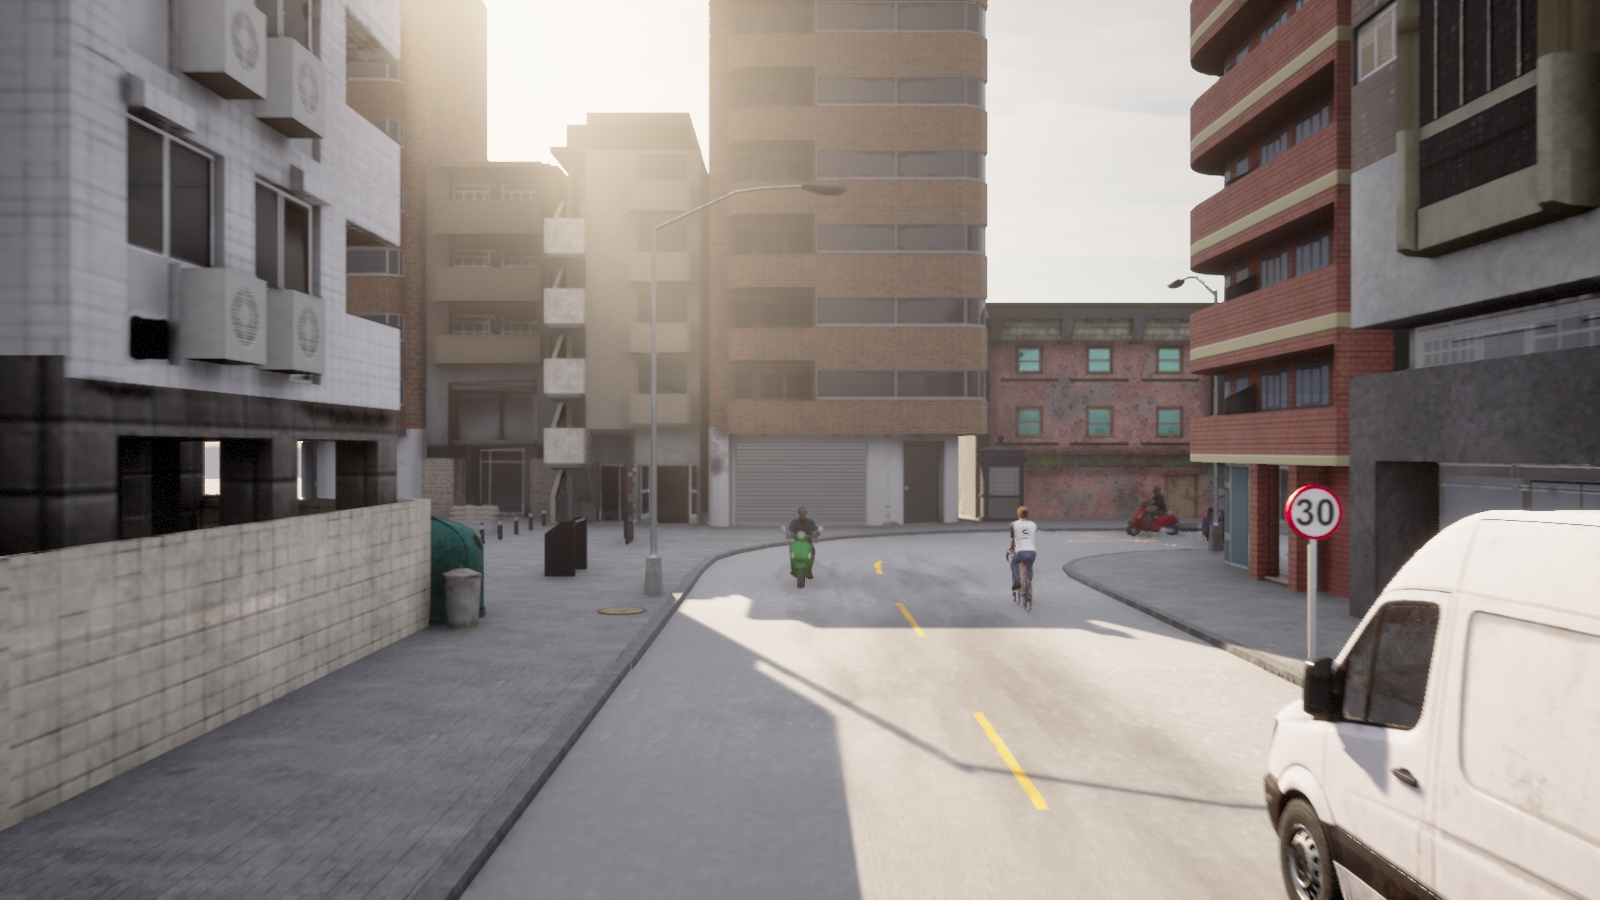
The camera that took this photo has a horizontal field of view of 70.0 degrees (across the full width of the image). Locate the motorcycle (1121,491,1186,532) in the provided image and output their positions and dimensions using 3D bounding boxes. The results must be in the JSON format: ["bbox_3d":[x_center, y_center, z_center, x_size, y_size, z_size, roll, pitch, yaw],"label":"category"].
[{"bbox_3d":[11.278,1.941,36.469,1.805,1.236,0.856,0,0,-8],"label":"motorcycle"}]

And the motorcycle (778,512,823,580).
[{"bbox_3d":[0.024,1.948,23.516,0.856,1.236,1.805,1,0,2],"label":"motorcycle"}]

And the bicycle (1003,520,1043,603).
[{"bbox_3d":[3.884,1.924,20.008,0.373,1.296,1.643,0,-1,0],"label":"bicycle"}]

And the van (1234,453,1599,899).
[{"bbox_3d":[3.953,1.311,4.821,1.988,2.561,5.915,0,0,0],"label":"van"}]
